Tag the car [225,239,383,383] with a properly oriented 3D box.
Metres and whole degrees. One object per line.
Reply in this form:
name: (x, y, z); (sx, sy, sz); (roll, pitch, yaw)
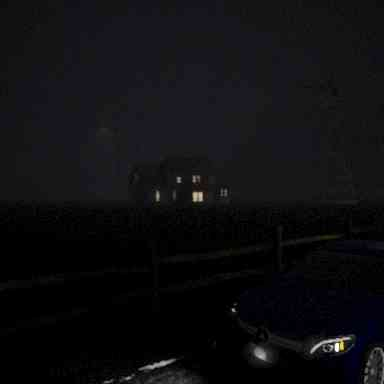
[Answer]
car: (2.596, 1.537, 5.175); (4.674, 1.442, 1.812); (0, 0, -38)
